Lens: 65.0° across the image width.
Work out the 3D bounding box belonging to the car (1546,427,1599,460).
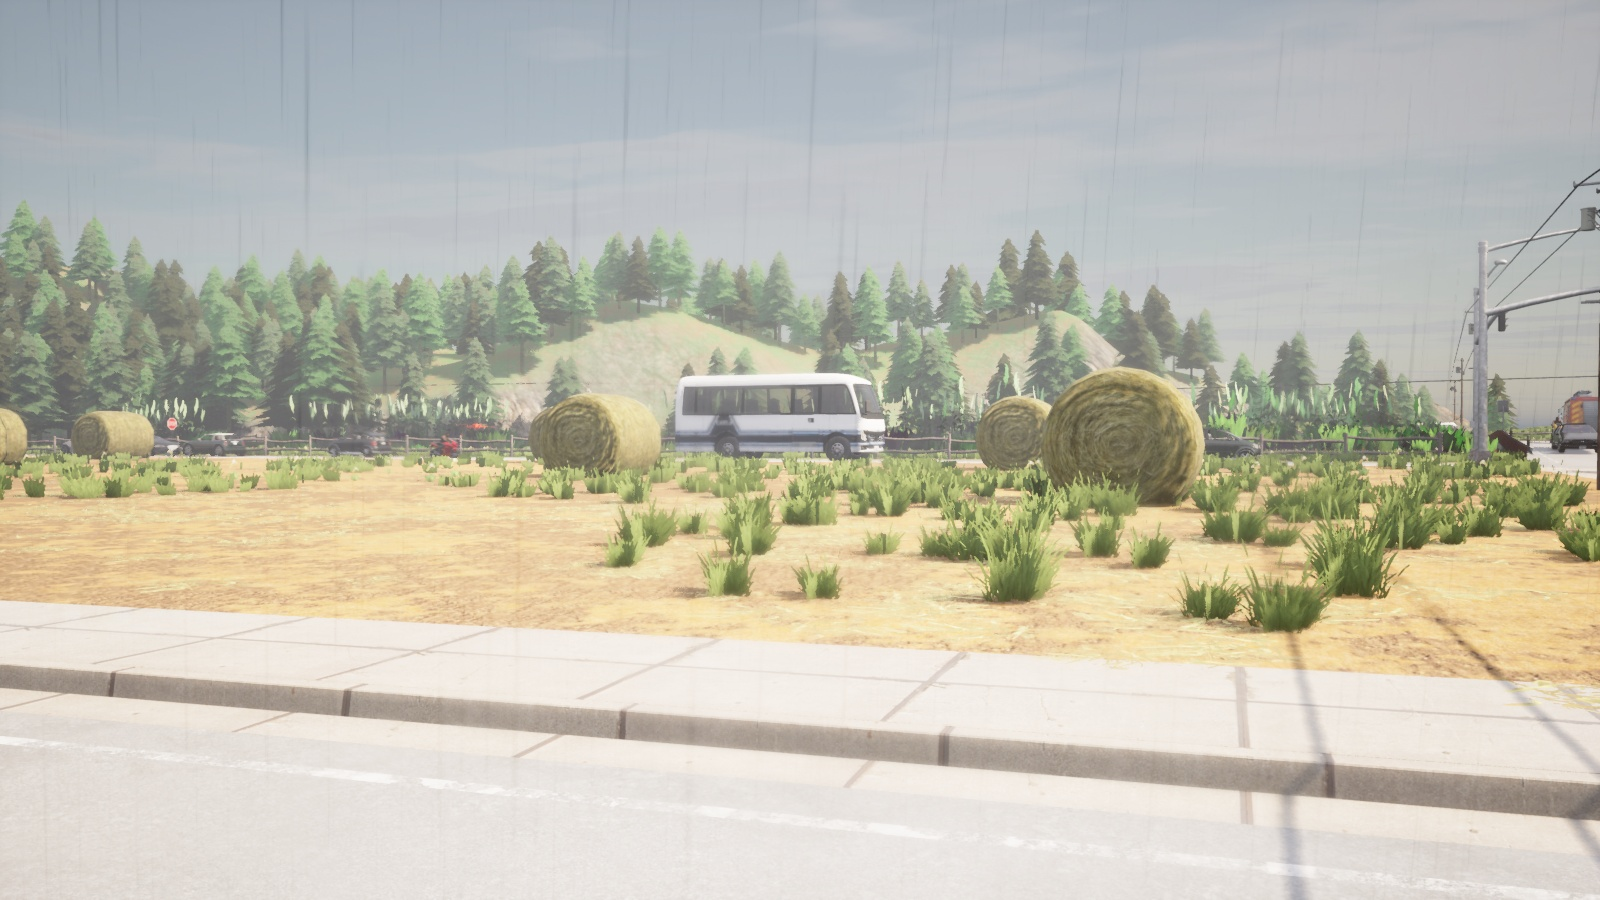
[{"bbox_3d":[39.484,-0.369,63.938,2.033,1.411,5.357,1,4,25],"label":"car"}]

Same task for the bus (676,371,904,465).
[{"bbox_3d":[-0.484,-1.530,60.558,10.273,4.253,3.944,1,1,22],"label":"bus"}]

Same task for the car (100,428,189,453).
[{"bbox_3d":[-40.183,-0.608,76.964,4.902,1.511,2.128,1,1,22],"label":"car"}]

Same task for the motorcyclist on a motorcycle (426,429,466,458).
[{"bbox_3d":[-19.249,-0.366,68.320,2.044,1.523,0.797,1,1,22],"label":"motorcyclist on a motorcycle"}]

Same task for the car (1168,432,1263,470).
[{"bbox_3d":[17.590,0.013,53.122,3.705,1.549,1.789,1,1,23],"label":"car"}]

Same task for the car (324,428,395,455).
[{"bbox_3d":[-26.322,-0.500,75.024,3.705,1.549,1.789,1,1,22],"label":"car"}]

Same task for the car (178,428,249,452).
[{"bbox_3d":[-37.109,-0.628,79.475,3.806,1.475,1.970,1,1,22],"label":"car"}]
